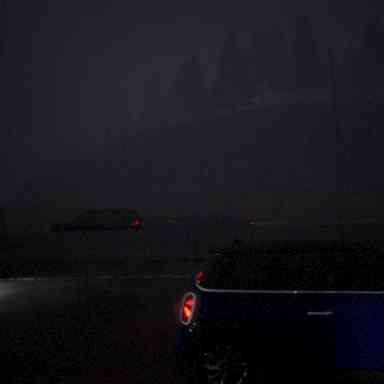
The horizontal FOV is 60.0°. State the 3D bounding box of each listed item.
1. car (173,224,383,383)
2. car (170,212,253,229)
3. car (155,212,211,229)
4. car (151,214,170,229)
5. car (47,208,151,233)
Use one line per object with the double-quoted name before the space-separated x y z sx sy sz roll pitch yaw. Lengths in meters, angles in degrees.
"car" 2.060 1.429 4.682 4.553 1.767 2.097 -2 -2 5
"car" 1.501 2.157 22.426 5.357 1.411 2.033 -2 -2 4
"car" -0.727 2.497 29.623 4.718 1.301 1.895 -2 -2 5
"car" -3.364 2.460 26.370 4.181 1.385 1.994 -2 -2 6
"car" -5.538 1.997 19.483 5.566 2.045 2.150 -2 -1 5
